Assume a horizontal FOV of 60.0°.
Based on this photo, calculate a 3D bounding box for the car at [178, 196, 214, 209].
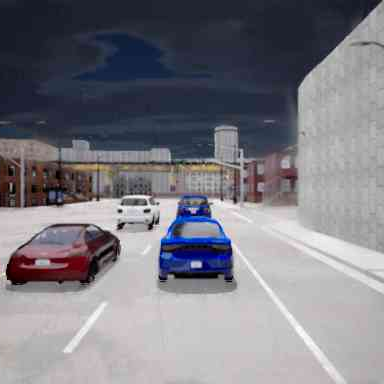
[{"bbox_3d":[0.240,1.241,21.992,2.150,2.045,5.566,0,0,3],"label":"car"}]

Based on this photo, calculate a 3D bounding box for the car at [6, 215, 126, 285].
[{"bbox_3d":[-3.397,1.572,9.567,1.994,1.385,4.181,0,0,0],"label":"car"}]

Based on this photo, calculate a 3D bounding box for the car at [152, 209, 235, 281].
[{"bbox_3d":[0.097,1.486,9.916,1.882,1.535,5.008,0,0,0],"label":"car"}]

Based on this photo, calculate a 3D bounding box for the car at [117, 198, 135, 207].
[{"bbox_3d":[-10.567,1.608,53.248,1.994,1.385,4.181,0,0,0],"label":"car"}]

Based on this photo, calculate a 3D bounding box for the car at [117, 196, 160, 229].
[{"bbox_3d":[-3.398,1.243,21.779,2.150,2.045,5.566,0,0,0],"label":"car"}]

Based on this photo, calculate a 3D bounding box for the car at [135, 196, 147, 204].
[{"bbox_3d":[-10.498,1.557,68.822,1.837,1.490,4.892,0,0,0],"label":"car"}]
